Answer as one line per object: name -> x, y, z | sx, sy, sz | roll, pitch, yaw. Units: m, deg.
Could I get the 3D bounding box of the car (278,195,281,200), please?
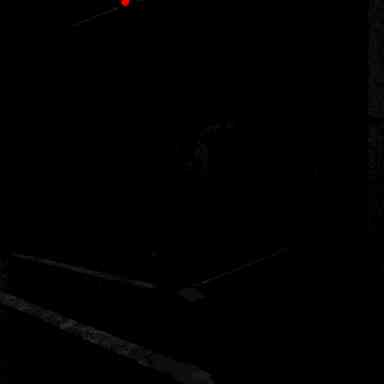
car -> 24.618, 1.315, 87.237 | 4.514, 1.523, 2.007 | 0, 0, 35

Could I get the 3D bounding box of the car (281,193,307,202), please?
car -> 21.460, 1.093, 70.234 | 3.866, 1.878, 1.905 | 0, 0, 35

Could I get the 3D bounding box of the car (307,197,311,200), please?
car -> 23.866, 1.378, 72.608 | 3.806, 1.475, 1.970 | 0, 0, 35

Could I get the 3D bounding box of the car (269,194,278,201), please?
car -> 16.896, 1.113, 77.437 | 4.605, 1.855, 1.932 | 0, 0, 35
